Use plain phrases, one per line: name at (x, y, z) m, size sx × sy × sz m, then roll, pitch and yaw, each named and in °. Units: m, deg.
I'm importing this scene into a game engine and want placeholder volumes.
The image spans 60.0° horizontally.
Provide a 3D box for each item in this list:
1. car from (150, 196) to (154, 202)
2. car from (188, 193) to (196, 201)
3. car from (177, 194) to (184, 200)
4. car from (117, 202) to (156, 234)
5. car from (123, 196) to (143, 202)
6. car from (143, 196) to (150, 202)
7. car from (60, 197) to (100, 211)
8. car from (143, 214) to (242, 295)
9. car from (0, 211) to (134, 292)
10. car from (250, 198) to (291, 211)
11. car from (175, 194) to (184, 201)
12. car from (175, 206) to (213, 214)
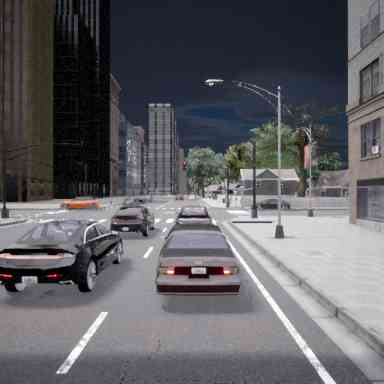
car at (-9.713, 1.515, 73.264) m, size 1.812 × 1.442 × 4.674 m, roll 0°, pitch 0°, yaw 0°
car at (0.043, 1.509, 83.985) m, size 1.812 × 1.442 × 4.674 m, roll 0°, pitch 0°, yaw 0°
car at (-3.202, 1.309, 93.991) m, size 1.882 × 1.535 × 5.008 m, roll 0°, pitch 0°, yaw 0°
car at (-3.141, 1.504, 18.149) m, size 1.837 × 1.490 × 4.892 m, roll 0°, pitch 0°, yaw 0°
car at (-9.799, 1.485, 53.832) m, size 2.128 × 1.511 × 4.902 m, roll 0°, pitch 0°, yaw 1°
car at (-9.761, 1.593, 63.152) m, size 1.895 × 1.301 × 4.718 m, roll 0°, pitch 0°, yaw 1°
car at (-13.802, 1.383, 40.896) m, size 4.553 × 1.767 × 2.097 m, roll -1°, pitch 0°, yaw -1°
car at (0.095, 1.545, 8.818) m, size 2.033 × 1.411 × 5.357 m, roll 0°, pitch 0°, yaw -1°
car at (-3.147, 1.492, 8.889) m, size 2.128 × 1.511 × 4.902 m, roll 0°, pitch 0°, yaw 0°
car at (9.604, 1.554, 40.921) m, size 4.892 × 1.490 × 1.837 m, roll 0°, pitch 0°, yaw 4°
car at (-3.207, 1.340, 83.957) m, size 2.097 × 1.767 × 4.553 m, roll 0°, pitch 0°, yaw 0°
car at (0.107, 1.491, 17.872) m, size 2.128 × 1.511 × 4.902 m, roll 0°, pitch 0°, yaw 0°
